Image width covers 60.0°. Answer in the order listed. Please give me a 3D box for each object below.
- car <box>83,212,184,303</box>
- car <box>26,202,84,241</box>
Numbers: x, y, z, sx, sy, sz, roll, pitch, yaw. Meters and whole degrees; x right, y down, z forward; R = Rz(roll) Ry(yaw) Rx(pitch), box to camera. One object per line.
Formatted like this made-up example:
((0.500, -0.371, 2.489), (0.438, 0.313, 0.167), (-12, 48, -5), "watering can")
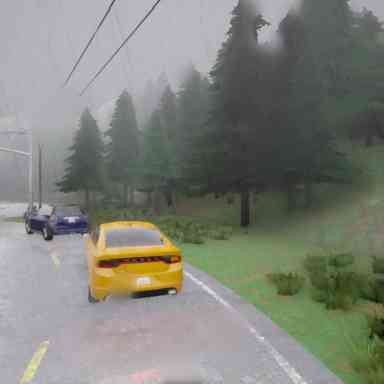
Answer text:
((-1.678, 1.478, 8.441), (1.882, 1.535, 5.008), (0, 0, -19), "car")
((-6.951, 1.352, 17.086), (2.097, 1.767, 4.553), (0, 0, -40), "car")
